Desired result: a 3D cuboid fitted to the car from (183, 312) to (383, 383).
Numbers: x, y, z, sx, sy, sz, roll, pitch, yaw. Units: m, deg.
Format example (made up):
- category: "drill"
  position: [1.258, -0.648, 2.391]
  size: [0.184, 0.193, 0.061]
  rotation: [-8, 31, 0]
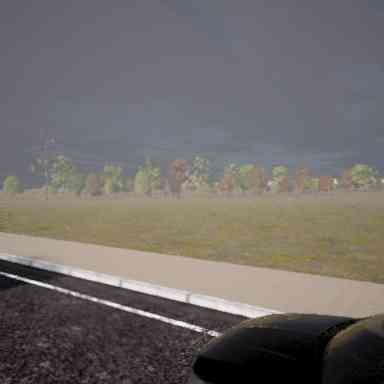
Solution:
- category: "car"
  position: [2.148, 1.501, 2.031]
  size: [4.892, 1.490, 1.837]
  rotation: [0, 0, 36]
